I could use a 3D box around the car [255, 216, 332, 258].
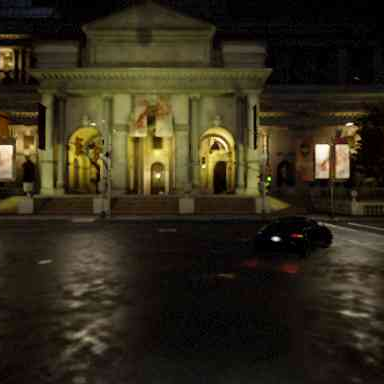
[{"bbox_3d":[4.209,1.665,13.499,1.994,1.385,4.181,-1,-1,37],"label":"car"}]
